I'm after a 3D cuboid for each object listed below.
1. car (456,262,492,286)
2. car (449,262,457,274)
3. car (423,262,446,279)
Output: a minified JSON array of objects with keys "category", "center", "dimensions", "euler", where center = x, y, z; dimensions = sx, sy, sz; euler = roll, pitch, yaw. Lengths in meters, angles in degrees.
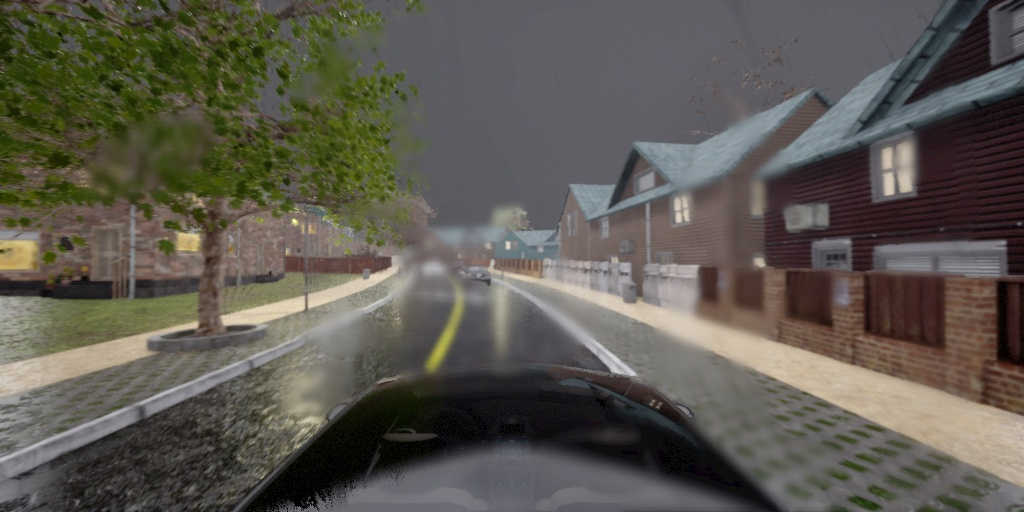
[{"category":"car","center":[-2.708,1.349,26.381],"dimensions":[2.033,1.411,5.357],"euler":[0,0,-13]},{"category":"car","center":[-6.179,1.355,41.226],"dimensions":[1.895,1.301,4.718],"euler":[0,0,-13]},{"category":"car","center":[-7.324,1.302,33.489],"dimensions":[1.812,1.442,4.674],"euler":[0,0,-13]}]
